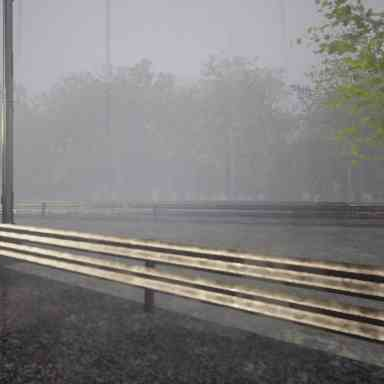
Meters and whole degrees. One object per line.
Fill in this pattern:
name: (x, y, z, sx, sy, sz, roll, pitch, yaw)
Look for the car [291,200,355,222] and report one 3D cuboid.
car: (10.524, 1.500, 26.973, 4.856, 1.649, 2.033, 0, 0, 15)
